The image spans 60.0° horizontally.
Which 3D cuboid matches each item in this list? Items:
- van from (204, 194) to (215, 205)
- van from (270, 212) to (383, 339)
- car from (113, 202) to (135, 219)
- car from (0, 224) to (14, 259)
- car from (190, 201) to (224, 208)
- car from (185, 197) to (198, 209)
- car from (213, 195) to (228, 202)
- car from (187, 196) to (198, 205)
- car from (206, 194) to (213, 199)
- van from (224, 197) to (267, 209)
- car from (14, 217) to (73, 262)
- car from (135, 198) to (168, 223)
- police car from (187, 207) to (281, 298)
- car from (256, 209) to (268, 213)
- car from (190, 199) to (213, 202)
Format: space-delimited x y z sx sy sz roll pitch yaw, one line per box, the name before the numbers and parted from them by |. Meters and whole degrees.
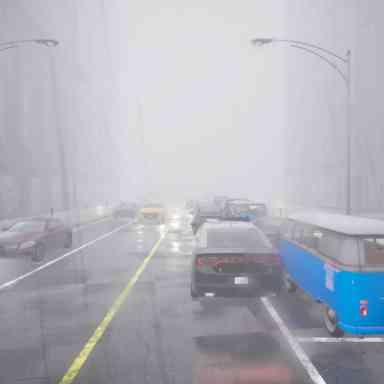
van | 2.971 1.305 57.197 1.690 1.788 3.998 0 0 0
van | 2.862 1.340 6.359 1.690 1.788 3.998 0 0 0
car | -5.614 1.539 28.969 1.887 1.381 4.507 0 0 0
car | -5.662 1.550 6.373 2.008 1.369 4.403 0 0 0
car | 0.937 1.503 18.589 1.837 1.490 4.892 0 0 0
car | 0.106 1.473 44.993 2.128 1.511 4.902 0 0 0
car | 2.898 1.312 23.304 2.192 1.841 5.009 0 0 0
car | 0.124 1.523 60.005 1.994 1.385 4.181 0 0 0
car | 2.922 1.306 34.602 2.192 1.841 5.009 0 0 0
van | 2.886 1.339 17.655 1.690 1.788 3.998 0 0 0
car | -5.650 1.580 12.022 1.802 1.307 4.206 0 0 0
car | -2.947 1.474 26.049 1.882 1.535 5.008 0 0 0
police car | 0.916 1.424 8.699 1.930 1.638 5.238 0 0 0
car | 2.875 1.543 12.007 1.887 1.381 4.507 0 0 0
car | 0.950 1.502 24.588 1.837 1.490 4.892 0 0 0
